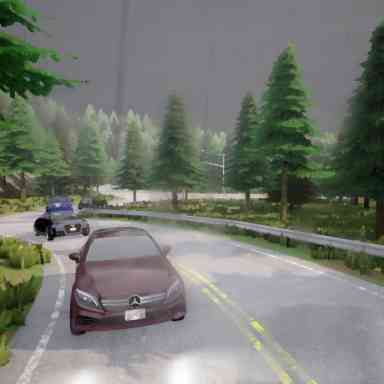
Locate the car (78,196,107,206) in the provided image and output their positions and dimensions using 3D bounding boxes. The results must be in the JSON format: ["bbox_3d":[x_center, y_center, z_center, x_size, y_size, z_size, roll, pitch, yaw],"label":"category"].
[{"bbox_3d":[-12.643,1.287,42.797,2.097,1.767,4.553,2,2,13],"label":"car"}]

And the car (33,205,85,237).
[{"bbox_3d":[-7.023,1.664,17.742,1.994,1.385,4.181,-4,2,-38],"label":"car"}]

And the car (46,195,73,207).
[{"bbox_3d":[-12.805,1.325,32.213,2.150,2.045,5.566,-1,0,-18],"label":"car"}]

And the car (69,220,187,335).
[{"bbox_3d":[-1.509,1.522,7.034,1.812,1.442,4.674,-2,0,-17],"label":"car"}]
